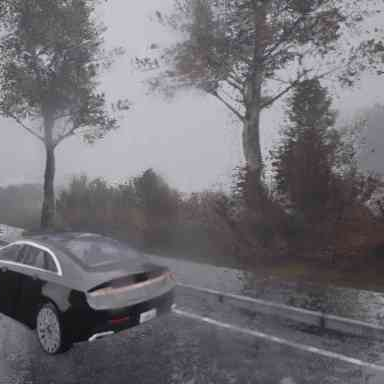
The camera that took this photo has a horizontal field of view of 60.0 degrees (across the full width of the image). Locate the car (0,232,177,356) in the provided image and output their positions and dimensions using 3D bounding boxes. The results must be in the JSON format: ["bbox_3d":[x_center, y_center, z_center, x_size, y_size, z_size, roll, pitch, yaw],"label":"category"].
[{"bbox_3d":[-2.500,1.507,6.138,4.902,1.511,2.128,0,0,39],"label":"car"}]
